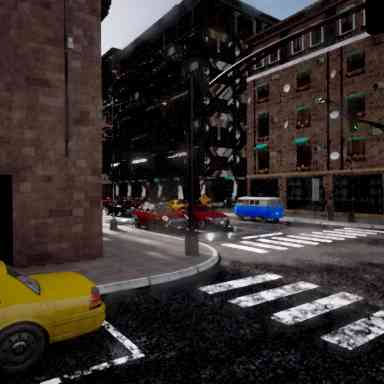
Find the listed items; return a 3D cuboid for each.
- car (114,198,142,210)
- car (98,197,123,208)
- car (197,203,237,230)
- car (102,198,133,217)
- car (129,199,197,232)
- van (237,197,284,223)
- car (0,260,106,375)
[{"bbox_3d":[-8.395,1.463,43.258,1.887,1.381,4.507,-1,0,-36],"label":"car"},{"bbox_3d":[-11.725,1.462,47.837,1.887,1.381,4.507,-1,0,-36],"label":"car"},{"bbox_3d":[0.437,1.508,21.274,1.812,1.442,4.674,-1,0,-34],"label":"car"},{"bbox_3d":[-6.457,1.471,30.750,1.837,1.490,4.892,-1,0,-36],"label":"car"},{"bbox_3d":[-1.863,1.440,20.030,1.967,1.590,4.097,0,0,-36],"label":"car"},{"bbox_3d":[4.926,1.280,24.944,1.690,1.788,3.998,0,0,-36],"label":"van"},{"bbox_3d":[-3.554,1.525,4.029,4.829,1.417,1.752,0,0,-36],"label":"car"}]
